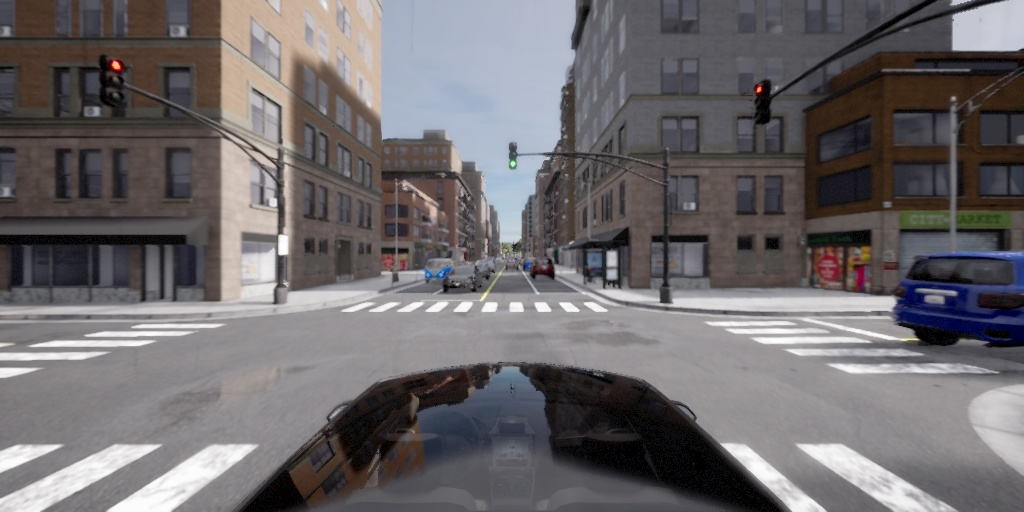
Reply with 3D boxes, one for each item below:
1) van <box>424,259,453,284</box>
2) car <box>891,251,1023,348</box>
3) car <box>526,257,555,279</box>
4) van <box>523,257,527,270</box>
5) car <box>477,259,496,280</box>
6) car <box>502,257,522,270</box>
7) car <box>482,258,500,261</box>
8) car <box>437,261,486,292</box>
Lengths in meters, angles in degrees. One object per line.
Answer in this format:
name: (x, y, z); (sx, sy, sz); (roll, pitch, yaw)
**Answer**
van: (-5.408, 1.097, 26.944); (1.690, 1.789, 3.998); (0, 0, 0)
car: (10.829, 0.921, 6.922); (5.566, 2.045, 2.150); (0, 0, 0)
car: (2.705, 1.072, 32.351); (2.192, 1.841, 5.009); (0, 0, 0)
van: (2.689, 1.102, 48.570); (1.690, 1.789, 3.998); (0, 0, 0)
car: (-2.848, 1.249, 31.793); (2.128, 1.511, 4.902); (0, 0, 0)
car: (0.000, 1.253, 51.319); (2.128, 1.511, 4.902); (0, 0, 0)
car: (-2.843, 1.307, 42.469); (2.033, 1.411, 5.357); (0, 0, 0)
car: (-2.838, 1.260, 21.367); (1.837, 1.490, 4.892); (0, 0, 1)
